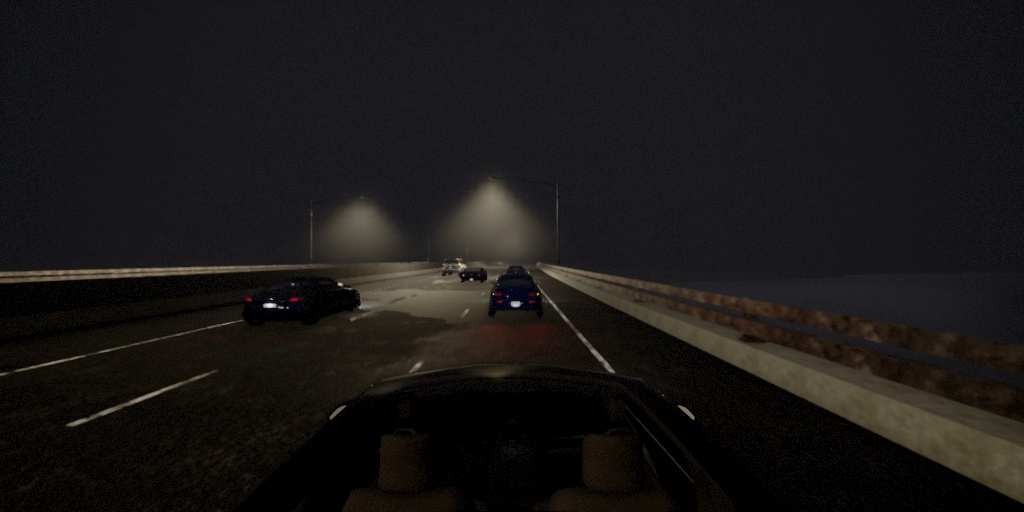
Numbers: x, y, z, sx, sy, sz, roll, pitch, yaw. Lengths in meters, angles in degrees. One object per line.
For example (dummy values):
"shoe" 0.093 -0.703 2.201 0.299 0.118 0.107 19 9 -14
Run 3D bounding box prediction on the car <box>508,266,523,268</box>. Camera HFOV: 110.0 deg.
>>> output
"car" 0.336 1.549 31.299 2.033 1.411 5.357 0 0 1

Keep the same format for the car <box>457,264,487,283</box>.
"car" -3.183 1.598 30.818 1.895 1.301 4.718 0 -1 1

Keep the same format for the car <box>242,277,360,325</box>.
"car" -6.871 1.398 12.195 1.994 1.385 4.181 0 -1 0

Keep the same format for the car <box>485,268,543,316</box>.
"car" 0.138 1.372 13.683 1.812 1.442 4.674 0 0 0

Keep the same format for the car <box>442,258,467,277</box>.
"car" -6.495 1.310 40.978 2.150 2.045 5.566 0 -1 1
